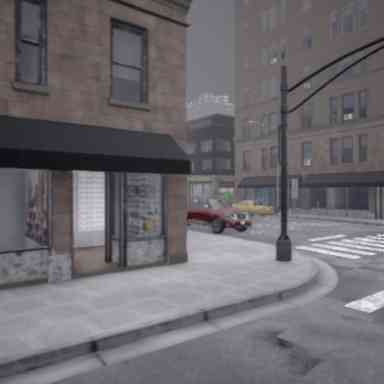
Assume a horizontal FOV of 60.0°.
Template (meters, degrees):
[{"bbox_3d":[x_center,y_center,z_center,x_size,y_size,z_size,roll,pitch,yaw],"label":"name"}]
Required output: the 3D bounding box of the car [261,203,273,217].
[{"bbox_3d":[4.660,1.300,28.272,1.752,1.417,4.829,1,0,-36],"label":"car"}]

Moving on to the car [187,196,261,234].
[{"bbox_3d":[1.077,1.183,18.699,2.192,1.841,5.009,1,0,-36],"label":"car"}]

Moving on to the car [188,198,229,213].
[{"bbox_3d":[1.541,1.281,32.573,1.802,1.307,4.206,1,0,-36],"label":"car"}]
